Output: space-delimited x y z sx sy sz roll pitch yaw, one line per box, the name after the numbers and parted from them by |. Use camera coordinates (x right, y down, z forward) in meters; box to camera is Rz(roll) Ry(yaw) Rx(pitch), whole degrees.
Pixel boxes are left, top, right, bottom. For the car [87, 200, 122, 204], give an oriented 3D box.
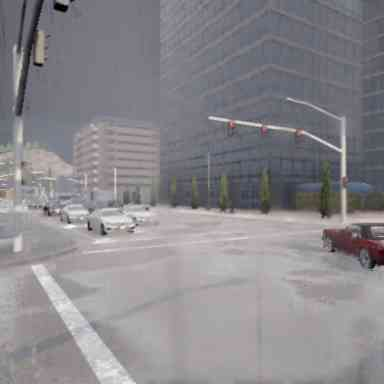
-8.795 1.811 33.004 1.837 1.490 4.892 0 -1 -32 | car

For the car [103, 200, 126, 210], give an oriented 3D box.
-12.156 1.967 52.079 2.128 1.511 4.902 0 -1 -32 | car

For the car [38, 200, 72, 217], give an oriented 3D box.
-15.195 1.851 36.690 2.128 1.511 4.902 0 -1 -32 | car

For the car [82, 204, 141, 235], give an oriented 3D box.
-5.039 1.714 20.308 1.812 1.442 4.674 0 -1 -32 | car

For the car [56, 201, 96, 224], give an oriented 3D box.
-9.839 1.795 28.046 1.812 1.442 4.674 0 -1 -32 | car

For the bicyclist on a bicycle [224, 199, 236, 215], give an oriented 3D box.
4.036 1.578 35.050 1.656 1.620 0.582 0 0 -32 | bicyclist on a bicycle

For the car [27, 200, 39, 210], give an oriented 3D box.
-24.332 1.997 51.594 1.882 1.535 5.008 0 -1 -32 | car

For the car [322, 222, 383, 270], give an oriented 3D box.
6.083 1.675 11.247 1.895 1.301 4.718 0 0 1 | car

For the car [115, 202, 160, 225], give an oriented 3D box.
-4.090 1.753 25.424 1.812 1.442 4.674 0 -1 -32 | car

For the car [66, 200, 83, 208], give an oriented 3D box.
-21.137 2.171 59.727 1.895 1.301 4.718 0 -1 -32 | car

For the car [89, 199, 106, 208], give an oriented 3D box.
-17.051 2.083 59.943 1.812 1.442 4.674 0 -1 -32 | car

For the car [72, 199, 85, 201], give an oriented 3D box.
-14.133 1.748 41.629 2.097 1.767 4.553 0 -1 -32 | car

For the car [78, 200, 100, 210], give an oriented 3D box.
-16.036 2.032 51.596 2.033 1.411 5.357 0 -1 -31 | car
